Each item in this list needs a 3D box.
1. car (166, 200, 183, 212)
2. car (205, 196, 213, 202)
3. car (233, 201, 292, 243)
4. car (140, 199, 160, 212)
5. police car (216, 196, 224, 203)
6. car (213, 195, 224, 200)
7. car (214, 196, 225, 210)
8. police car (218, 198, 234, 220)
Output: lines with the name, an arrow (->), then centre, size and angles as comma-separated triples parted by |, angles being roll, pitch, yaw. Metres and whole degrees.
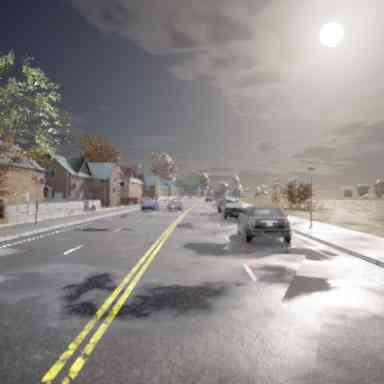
car -> -2.247, 1.770, 44.267 | 2.128, 1.511, 4.902 | 0, 0, 3
car -> 4.829, 1.895, 94.275 | 2.097, 1.767, 4.553 | 0, 0, 6
car -> 3.526, 1.463, 17.016 | 2.097, 1.767, 4.553 | 0, 0, 1
car -> -5.514, 1.753, 44.031 | 1.882, 1.535, 5.008 | 0, -1, 3
police car -> 7.238, 1.976, 85.315 | 1.930, 1.638, 5.238 | 0, 0, 5
car -> 5.442, 1.881, 63.390 | 1.882, 1.535, 5.008 | 0, 0, 4
car -> 4.183, 1.695, 41.539 | 2.033, 1.649, 4.856 | 0, 0, 3
police car -> 3.755, 1.621, 30.714 | 1.930, 1.638, 5.238 | 0, 0, 2
